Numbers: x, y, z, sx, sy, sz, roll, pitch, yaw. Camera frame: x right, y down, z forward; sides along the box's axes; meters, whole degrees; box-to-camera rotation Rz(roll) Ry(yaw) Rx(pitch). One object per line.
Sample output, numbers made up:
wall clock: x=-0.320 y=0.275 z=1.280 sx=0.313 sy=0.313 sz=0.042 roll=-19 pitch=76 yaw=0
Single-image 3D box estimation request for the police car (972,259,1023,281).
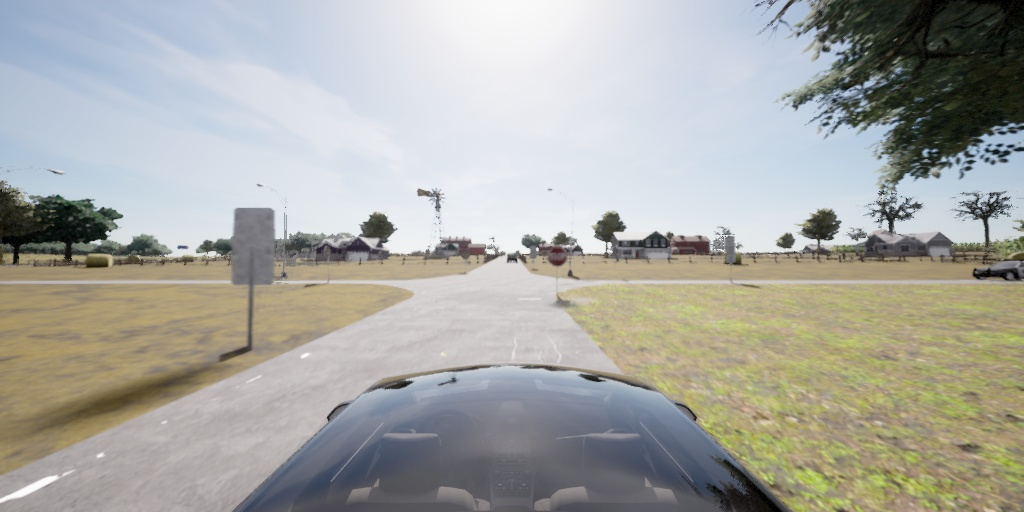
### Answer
police car: x=39.004 y=1.082 z=27.935 sx=5.238 sy=1.638 sz=1.930 roll=0 pitch=-2 yaw=0
